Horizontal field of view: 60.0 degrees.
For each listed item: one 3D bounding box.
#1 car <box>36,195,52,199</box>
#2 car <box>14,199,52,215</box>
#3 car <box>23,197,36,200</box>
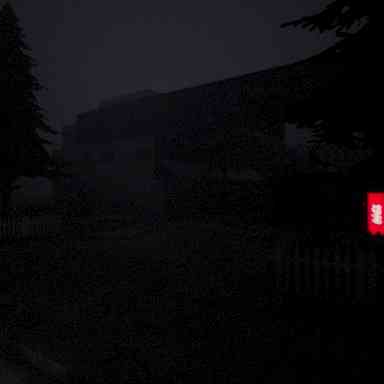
[{"bbox_3d":[-23.883,1.432,56.388,4.605,1.855,1.932,0,0,36],"label":"car"},{"bbox_3d":[-16.766,1.810,36.642,1.895,1.301,4.718,0,0,36],"label":"car"},{"bbox_3d":[-35.132,1.753,72.408,4.514,1.523,2.007,0,0,36],"label":"car"}]
